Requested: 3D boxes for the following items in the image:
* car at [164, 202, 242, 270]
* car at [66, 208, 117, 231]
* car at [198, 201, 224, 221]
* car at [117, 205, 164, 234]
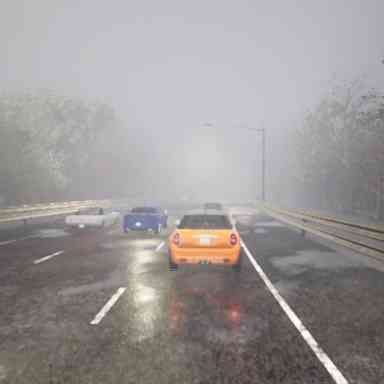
[{"bbox_3d":[0.444,1.376,11.265,2.097,1.767,4.553,0,0,2],"label":"car"},{"bbox_3d":[-5.999,1.619,20.805,1.895,1.301,4.718,0,0,4],"label":"car"},{"bbox_3d":[1.795,1.608,29.395,2.033,1.411,5.357,0,0,6],"label":"car"},{"bbox_3d":[-2.577,1.506,19.488,1.882,1.535,5.008,0,0,4],"label":"car"}]
